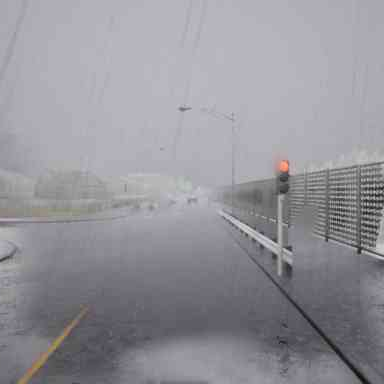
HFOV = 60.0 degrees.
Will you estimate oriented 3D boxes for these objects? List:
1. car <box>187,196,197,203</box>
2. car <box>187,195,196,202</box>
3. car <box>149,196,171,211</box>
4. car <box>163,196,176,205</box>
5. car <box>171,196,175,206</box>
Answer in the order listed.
[{"bbox_3d":[0.069,1.475,67.067,1.882,1.535,5.008,0,0,0],"label":"car"},{"bbox_3d":[-0.042,1.537,77.410,2.033,1.411,5.357,0,0,0],"label":"car"},{"bbox_3d":[-4.119,1.490,40.657,2.128,1.511,4.902,0,0,0],"label":"car"},{"bbox_3d":[-4.099,1.475,61.050,1.882,1.535,5.008,0,0,0],"label":"car"},{"bbox_3d":[-4.120,1.562,50.594,1.994,1.385,4.181,0,0,0],"label":"car"}]
